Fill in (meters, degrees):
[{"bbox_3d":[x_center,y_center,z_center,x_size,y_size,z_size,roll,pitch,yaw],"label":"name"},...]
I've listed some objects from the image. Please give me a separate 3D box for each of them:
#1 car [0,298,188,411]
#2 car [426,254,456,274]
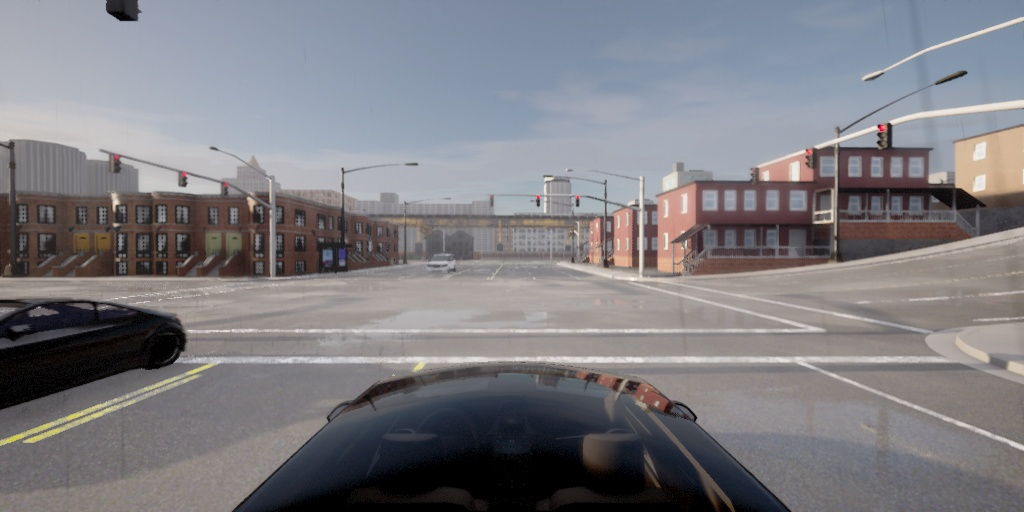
[{"bbox_3d":[-6.998,1.303,4.880,1.994,1.385,4.181,0,0,0],"label":"car"},{"bbox_3d":[-6.990,0.814,35.912,2.150,2.045,5.566,0,2,0],"label":"car"}]
